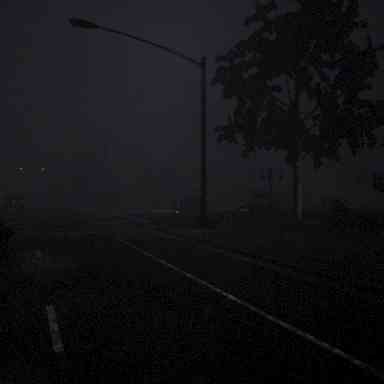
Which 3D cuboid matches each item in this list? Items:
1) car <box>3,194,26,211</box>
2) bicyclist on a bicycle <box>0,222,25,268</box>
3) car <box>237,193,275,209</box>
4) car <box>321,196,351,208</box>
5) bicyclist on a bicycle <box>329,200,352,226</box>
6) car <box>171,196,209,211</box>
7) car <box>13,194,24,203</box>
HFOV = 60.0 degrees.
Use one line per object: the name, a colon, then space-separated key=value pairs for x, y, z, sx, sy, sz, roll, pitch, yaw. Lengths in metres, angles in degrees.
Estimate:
car: x=-21.356 y=1.190 z=40.043 sx=2.150 sy=2.045 sz=5.566 roll=0 pitch=0 yaw=-26
bicyclist on a bicycle: x=-5.785 y=1.453 z=9.727 sx=1.656 sy=1.620 sz=0.582 roll=0 pitch=0 yaw=-19
car: x=9.026 y=1.221 z=46.327 sx=5.566 sy=2.045 sz=2.150 roll=0 pitch=0 yaw=-27
car: x=21.133 y=1.352 z=48.605 sx=4.553 sy=1.767 sz=2.097 roll=0 pitch=0 yaw=-28
bicyclist on a bicycle: x=9.235 y=1.300 z=20.788 sx=0.582 sy=1.620 sz=1.656 roll=1 pitch=-1 yaw=-30
car: x=-0.276 y=1.353 z=41.389 sx=4.553 sy=1.767 sz=2.097 roll=0 pitch=0 yaw=-28
car: x=-32.936 y=1.251 z=63.202 sx=1.812 sy=1.442 sz=4.674 roll=0 pitch=1 yaw=-27
